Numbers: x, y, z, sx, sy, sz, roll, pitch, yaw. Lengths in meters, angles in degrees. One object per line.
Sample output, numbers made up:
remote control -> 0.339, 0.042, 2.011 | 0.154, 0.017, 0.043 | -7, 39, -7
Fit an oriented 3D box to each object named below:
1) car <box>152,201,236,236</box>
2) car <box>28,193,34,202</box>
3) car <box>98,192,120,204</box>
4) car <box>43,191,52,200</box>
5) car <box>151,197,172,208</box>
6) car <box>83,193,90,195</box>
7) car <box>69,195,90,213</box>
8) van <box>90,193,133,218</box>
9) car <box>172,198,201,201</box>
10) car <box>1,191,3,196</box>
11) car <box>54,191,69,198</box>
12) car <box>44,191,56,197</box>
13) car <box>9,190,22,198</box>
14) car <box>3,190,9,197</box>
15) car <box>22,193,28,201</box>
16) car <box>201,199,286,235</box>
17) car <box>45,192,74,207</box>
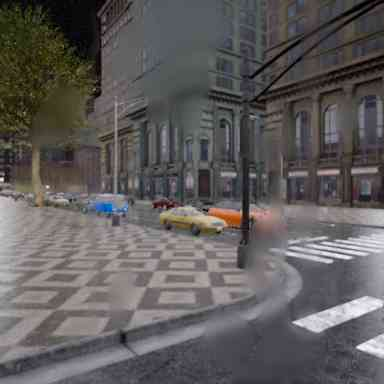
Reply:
car -> -0.068, 1.407, 17.877 | 1.752, 1.417, 4.829 | 1, 0, -35
car -> -22.848, 0.919, 50.147 | 2.008, 1.369, 4.403 | 1, 0, -35
car -> -12.646, 0.897, 50.481 | 1.967, 1.590, 4.097 | 1, 0, -35
car -> -19.608, 1.000, 45.558 | 2.008, 1.369, 4.403 | 1, 0, -35
car -> -2.927, 1.241, 36.712 | 1.887, 1.381, 4.507 | 1, 0, -35
car -> -15.888, 0.926, 55.069 | 2.008, 1.369, 4.403 | 1, 0, -35
car -> -9.888, 1.239, 31.788 | 2.008, 1.369, 4.403 | 1, 0, -35
van -> -6.646, 1.100, 27.198 | 1.690, 1.788, 3.998 | 1, 0, -35
car -> 0.311, 1.332, 32.123 | 1.947, 1.339, 4.313 | 1, 0, -35
car -> -45.526, 0.261, 82.269 | 1.967, 1.590, 4.097 | 1, 0, -35
car -> -28.846, 0.603, 73.422 | 1.887, 1.381, 4.507 | 1, 0, -35
car -> -35.326, 0.487, 82.599 | 1.802, 1.307, 4.206 | 1, 0, -35
car -> -35.806, 0.491, 68.501 | 1.967, 1.590, 4.097 | 1, 0, -35
car -> -42.286, 0.338, 77.679 | 1.967, 1.590, 4.097 | 1, 0, -35
car -> -26.088, 0.838, 54.736 | 2.008, 1.369, 4.403 | 1, 0, -35
car -> 2.923, 1.249, 18.395 | 2.097, 1.767, 4.553 | 0, 0, -38
car -> -16.271, 1.060, 40.831 | 1.752, 1.417, 4.829 | 1, 0, -35
